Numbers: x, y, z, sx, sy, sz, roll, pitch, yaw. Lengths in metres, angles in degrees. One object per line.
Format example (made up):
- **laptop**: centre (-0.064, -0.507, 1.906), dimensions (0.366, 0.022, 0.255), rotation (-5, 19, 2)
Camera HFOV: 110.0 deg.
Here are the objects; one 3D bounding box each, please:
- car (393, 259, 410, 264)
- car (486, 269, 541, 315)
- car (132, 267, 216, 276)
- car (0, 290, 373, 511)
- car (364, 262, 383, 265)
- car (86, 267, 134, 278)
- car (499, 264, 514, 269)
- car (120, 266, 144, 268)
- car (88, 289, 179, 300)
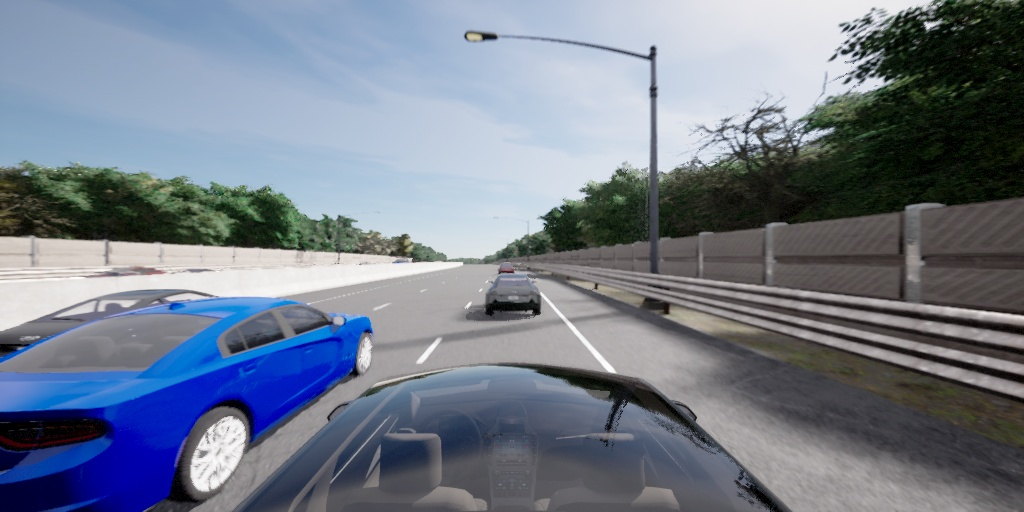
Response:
- **car**: centre (-19.048, 1.528, 61.678), dimensions (2.150, 2.045, 5.566), rotation (0, -1, -3)
- **car**: centre (0.027, 1.377, 14.006), dimensions (1.994, 1.385, 4.181), rotation (0, 0, -1)
- **car**: centre (-17.750, 1.424, 19.872), dimensions (1.994, 1.385, 4.181), rotation (0, 0, -1)
- **car**: centre (-3.400, 1.243, 4.451), dimensions (1.882, 1.535, 5.008), rotation (0, 0, 0)
- **car**: centre (-22.479, 1.879, 60.048), dimensions (1.895, 1.301, 4.718), rotation (0, -1, -2)
- **car**: centre (-21.236, 1.456, 18.966), dimensions (1.895, 1.301, 4.718), rotation (0, 0, -1)
- **car**: centre (-0.757, 1.684, 46.600), dimensions (1.994, 1.385, 4.181), rotation (0, -1, -2)
- **car**: centre (-24.808, 1.413, 23.305), dimensions (1.812, 1.442, 4.674), rotation (0, 0, -1)
- **car**: centre (-6.920, 1.345, 7.137), dimensions (1.994, 1.385, 4.181), rotation (0, 0, 0)
